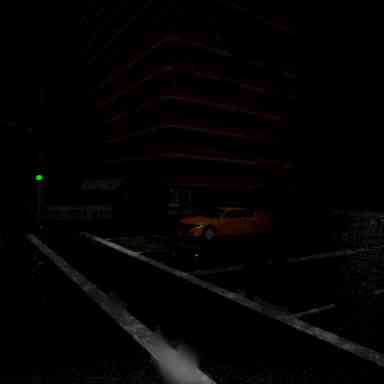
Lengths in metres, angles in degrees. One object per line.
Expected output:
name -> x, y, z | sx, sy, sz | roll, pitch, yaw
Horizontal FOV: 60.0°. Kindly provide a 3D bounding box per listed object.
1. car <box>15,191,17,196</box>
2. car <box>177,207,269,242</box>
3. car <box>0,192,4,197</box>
car -> -31.838, 0.528, 61.585 | 1.812, 1.442, 4.674 | 2, 0, 14
car -> 1.636, 1.493, 16.603 | 5.008, 1.535, 1.882 | 1, 0, -34
car -> -35.749, 0.261, 59.590 | 2.097, 1.767, 4.553 | 1, 0, 10
